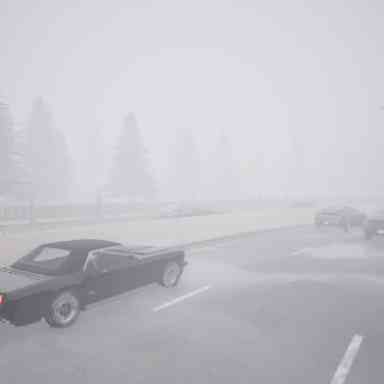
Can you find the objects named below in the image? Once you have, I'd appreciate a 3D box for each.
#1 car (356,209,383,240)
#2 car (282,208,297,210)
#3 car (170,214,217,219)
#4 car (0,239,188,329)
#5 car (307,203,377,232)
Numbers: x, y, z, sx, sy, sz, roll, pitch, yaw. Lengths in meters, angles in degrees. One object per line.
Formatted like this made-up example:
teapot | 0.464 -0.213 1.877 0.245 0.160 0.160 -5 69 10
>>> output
car | 9.953 1.571 16.364 1.812 1.442 4.674 -1 -1 44
car | 9.884 1.686 30.926 4.892 1.490 1.837 0 -1 -40
car | 0.310 1.852 26.809 1.895 1.301 4.718 -1 -1 45
car | -2.102 1.698 7.282 1.895 1.301 4.718 -1 -1 35
car | 9.443 1.584 20.803 4.902 1.511 2.128 0 -1 -45
